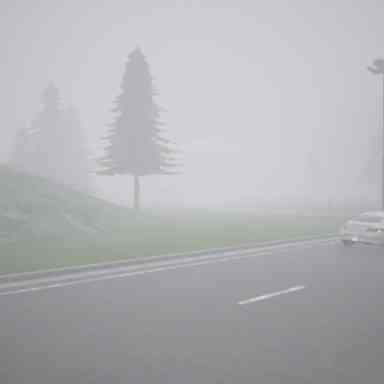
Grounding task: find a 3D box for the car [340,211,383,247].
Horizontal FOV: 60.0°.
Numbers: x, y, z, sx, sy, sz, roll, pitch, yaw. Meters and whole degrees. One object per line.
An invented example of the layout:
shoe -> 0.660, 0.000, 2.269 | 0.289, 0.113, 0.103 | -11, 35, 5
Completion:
car -> 7.986, 1.527, 13.781 | 4.674, 1.442, 1.812 | 0, 0, -35
